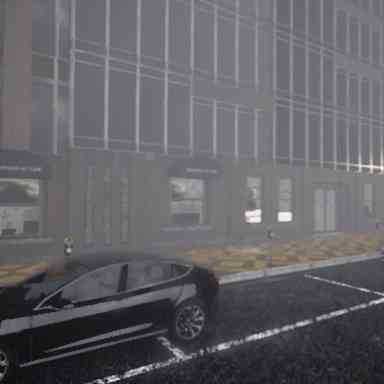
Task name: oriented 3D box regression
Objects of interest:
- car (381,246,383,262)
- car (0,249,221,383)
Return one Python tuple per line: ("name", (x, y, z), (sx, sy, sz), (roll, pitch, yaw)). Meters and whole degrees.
("car", (8.148, 1.768, 11.171), (4.403, 1.369, 2.008), (1, -1, -32))
("car", (-1.532, 1.653, 5.193), (4.313, 1.339, 1.947), (1, -1, -32))
